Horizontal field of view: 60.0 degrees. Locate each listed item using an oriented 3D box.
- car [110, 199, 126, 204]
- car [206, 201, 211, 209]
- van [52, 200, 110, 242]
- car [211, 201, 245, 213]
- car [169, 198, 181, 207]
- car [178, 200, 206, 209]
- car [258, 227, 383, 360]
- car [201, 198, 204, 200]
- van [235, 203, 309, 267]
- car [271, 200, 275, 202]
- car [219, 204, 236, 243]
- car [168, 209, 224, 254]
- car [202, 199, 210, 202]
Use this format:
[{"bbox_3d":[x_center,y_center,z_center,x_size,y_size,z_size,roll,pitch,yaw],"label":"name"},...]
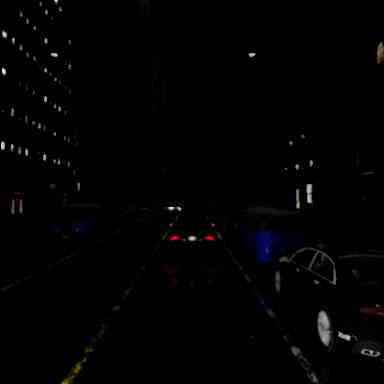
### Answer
[{"bbox_3d":[-17.415,2.357,76.924,4.206,1.307,1.802,-1,-1,1],"label":"car"},{"bbox_3d":[2.708,1.877,33.409,1.947,1.339,4.313,1,-1,0],"label":"car"},{"bbox_3d":[-5.671,1.502,16.977,1.690,1.788,3.998,1,-1,0],"label":"van"},{"bbox_3d":[2.710,1.526,22.457,2.192,1.841,5.009,1,-1,0],"label":"car"},{"bbox_3d":[-3.042,1.918,62.044,2.097,1.767,4.553,0,-1,0],"label":"car"},{"bbox_3d":[0.009,1.782,29.322,1.837,1.490,4.892,0,0,0],"label":"car"},{"bbox_3d":[2.704,1.609,6.022,2.008,1.369,4.403,1,-1,0],"label":"car"},{"bbox_3d":[2.710,2.009,49.842,2.008,1.369,4.403,1,-1,0],"label":"car"},{"bbox_3d":[2.708,1.451,11.502,1.690,1.788,3.998,1,-1,0],"label":"van"},{"bbox_3d":[20.694,1.933,76.557,4.829,1.417,1.752,-1,-1,1],"label":"car"},{"bbox_3d":[2.707,1.601,16.978,1.967,1.590,4.097,1,-1,0],"label":"car"},{"bbox_3d":[0.003,1.680,14.008,2.033,1.411,5.357,0,-1,0],"label":"car"},{"bbox_3d":[2.709,1.975,44.364,1.947,1.339,4.313,1,-1,0],"label":"car"}]
